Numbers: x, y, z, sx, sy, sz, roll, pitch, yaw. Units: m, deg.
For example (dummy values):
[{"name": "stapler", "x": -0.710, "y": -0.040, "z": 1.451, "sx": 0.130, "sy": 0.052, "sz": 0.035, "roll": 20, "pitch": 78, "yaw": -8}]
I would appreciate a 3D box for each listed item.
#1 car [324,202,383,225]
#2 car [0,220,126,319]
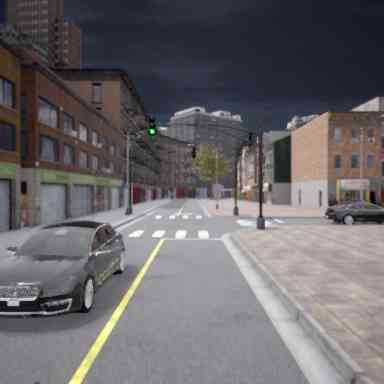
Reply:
[{"name": "car", "x": 11.410, "y": 1.414, "z": 22.180, "sx": 4.892, "sy": 1.490, "sz": 1.837, "roll": 0, "pitch": 0, "yaw": 0}, {"name": "car", "x": -2.803, "y": 1.493, "z": 7.690, "sx": 1.837, "sy": 1.490, "sz": 4.892, "roll": 0, "pitch": 0, "yaw": 1}]
